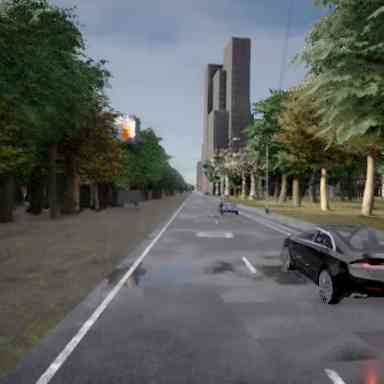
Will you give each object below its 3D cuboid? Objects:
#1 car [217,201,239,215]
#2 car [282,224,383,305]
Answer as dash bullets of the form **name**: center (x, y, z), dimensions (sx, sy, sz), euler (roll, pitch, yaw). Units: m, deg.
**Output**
- **car**: center (3.749, 1.614, 35.094), dimensions (2.033, 1.411, 5.357), euler (1, 0, 0)
- **car**: center (3.630, 1.543, 8.164), dimensions (2.128, 1.511, 4.902), euler (1, 0, 0)
